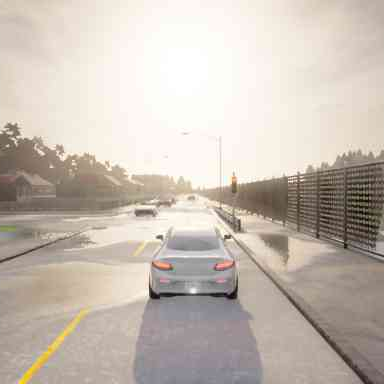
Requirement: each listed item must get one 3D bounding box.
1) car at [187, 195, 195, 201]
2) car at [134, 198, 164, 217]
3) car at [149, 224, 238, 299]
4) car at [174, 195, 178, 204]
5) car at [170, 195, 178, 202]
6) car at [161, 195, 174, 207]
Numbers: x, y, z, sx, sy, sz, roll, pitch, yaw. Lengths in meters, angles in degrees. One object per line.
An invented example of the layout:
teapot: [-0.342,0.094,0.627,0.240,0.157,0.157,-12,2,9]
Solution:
car: [-0.196,1.478,86.430,1.882,1.535,5.008,0,0,0]
car: [-4.168,1.548,31.576,2.033,1.411,5.357,0,0,0]
car: [0.036,1.526,8.307,1.812,1.442,4.674,0,0,0]
car: [-4.195,1.353,62.945,2.097,1.767,4.553,0,0,0]
car: [-4.173,1.516,77.904,1.812,1.442,4.674,0,0,0]
car: [-4.208,1.477,51.850,1.882,1.535,5.008,0,0,0]
